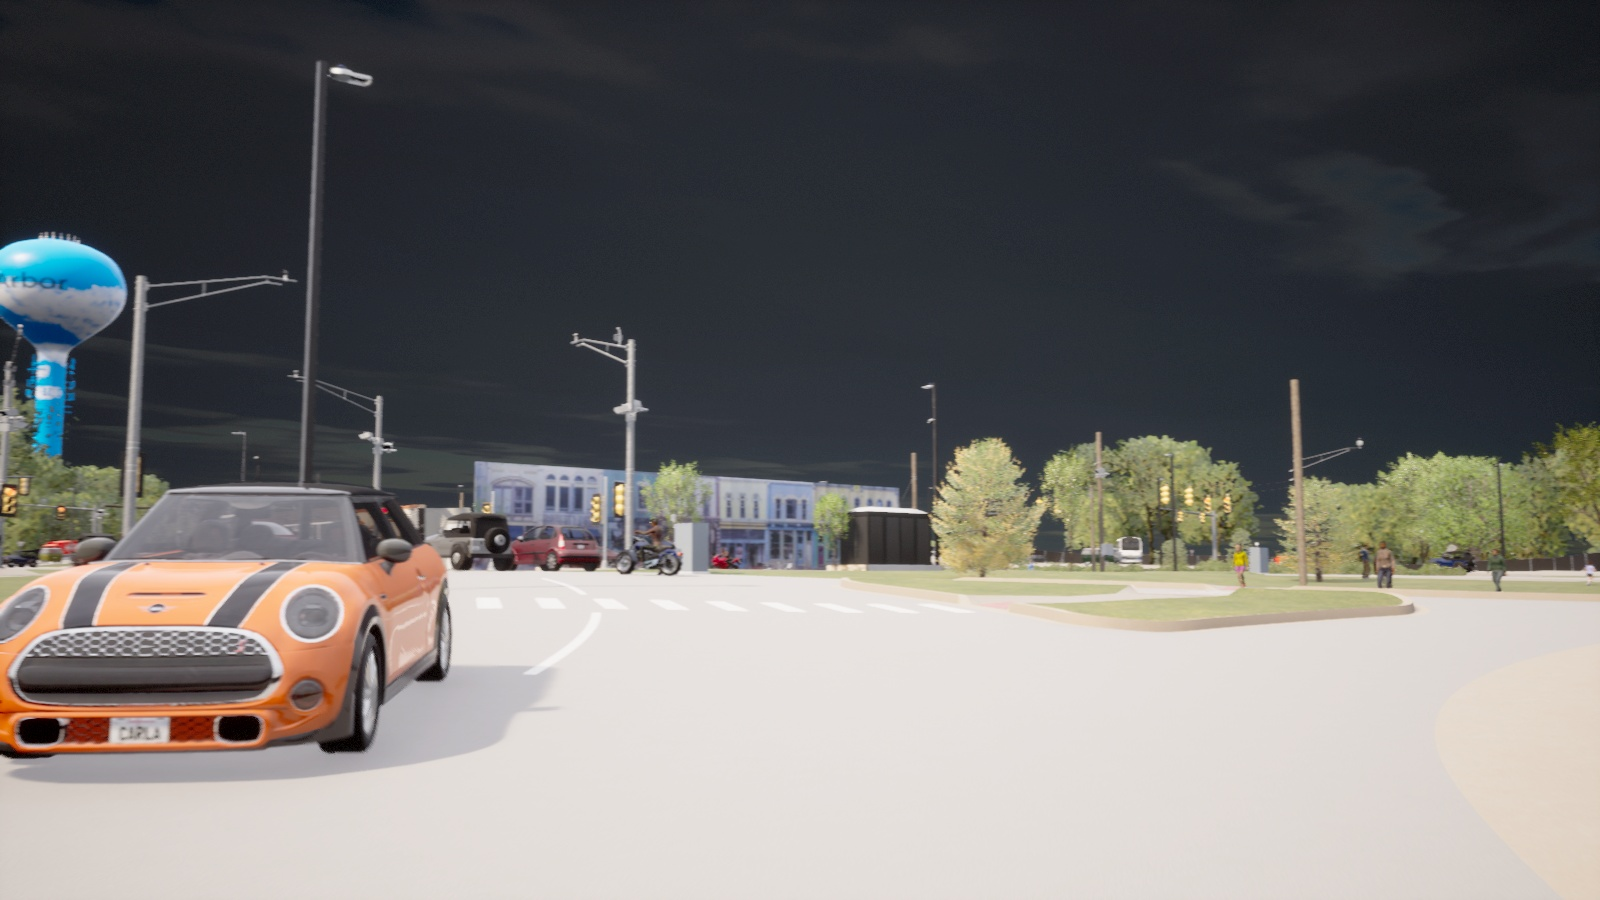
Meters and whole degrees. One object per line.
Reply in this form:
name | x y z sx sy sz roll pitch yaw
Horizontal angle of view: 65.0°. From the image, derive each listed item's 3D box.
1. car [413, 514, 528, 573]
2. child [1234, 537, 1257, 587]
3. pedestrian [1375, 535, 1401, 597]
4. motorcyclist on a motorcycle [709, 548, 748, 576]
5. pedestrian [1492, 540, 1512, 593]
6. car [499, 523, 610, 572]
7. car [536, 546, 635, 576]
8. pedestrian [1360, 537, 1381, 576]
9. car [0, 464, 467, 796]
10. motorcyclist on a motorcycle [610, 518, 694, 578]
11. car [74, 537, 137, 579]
car | -10.910 3.128 41.468 3.866 1.878 1.905 -5 -7 43
child | 10.511 2.643 29.618 0.299 1.160 0.473 -6 -8 44
pedestrian | 17.294 3.413 36.946 0.328 1.805 0.869 -6 -8 43
motorcyclist on a motorcycle | -3.947 6.194 69.509 2.044 1.523 0.797 5 -8 -39
pedestrian | 24.864 4.122 44.490 0.614 1.847 0.353 5 -8 -42
car | -8.552 3.428 43.576 1.851 1.617 3.988 5 -8 -44
car | -10.858 5.645 63.798 4.674 1.442 1.812 5 -8 -39
pedestrian | 29.115 5.455 64.064 0.423 1.949 0.788 3 -7 -34
car | -3.805 1.051 9.054 2.097 1.767 4.553 0 -2 -7
motorcyclist on a motorcycle | -4.180 2.771 35.436 2.350 1.649 0.766 -3 -6 32
car | -32.704 5.111 59.088 1.905 1.878 3.866 4 -7 -39
